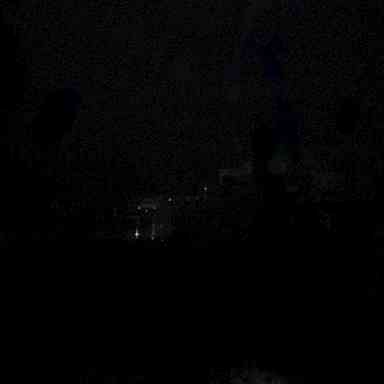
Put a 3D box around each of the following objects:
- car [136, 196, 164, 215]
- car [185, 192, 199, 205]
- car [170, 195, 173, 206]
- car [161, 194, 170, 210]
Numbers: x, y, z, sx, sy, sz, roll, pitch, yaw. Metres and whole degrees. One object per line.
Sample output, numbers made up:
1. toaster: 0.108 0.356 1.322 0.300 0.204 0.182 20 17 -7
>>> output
1. car: -4.084 1.398 32.000 1.812 1.442 4.674 0 0 0
2. car: 0.008 1.007 53.830 2.150 2.045 5.566 0 0 0
3. car: -4.061 1.149 50.975 2.097 1.767 4.553 0 0 0
4. car: -4.082 1.362 41.047 1.812 1.442 4.674 0 0 0
